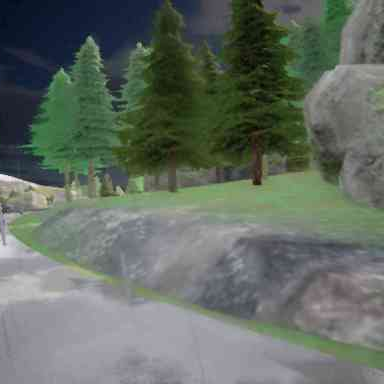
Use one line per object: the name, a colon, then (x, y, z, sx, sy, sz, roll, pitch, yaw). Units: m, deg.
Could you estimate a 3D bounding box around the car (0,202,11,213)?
car: (-21.376, 1.708, 35.968, 1.812, 1.442, 4.674, -4, -1, -8)
